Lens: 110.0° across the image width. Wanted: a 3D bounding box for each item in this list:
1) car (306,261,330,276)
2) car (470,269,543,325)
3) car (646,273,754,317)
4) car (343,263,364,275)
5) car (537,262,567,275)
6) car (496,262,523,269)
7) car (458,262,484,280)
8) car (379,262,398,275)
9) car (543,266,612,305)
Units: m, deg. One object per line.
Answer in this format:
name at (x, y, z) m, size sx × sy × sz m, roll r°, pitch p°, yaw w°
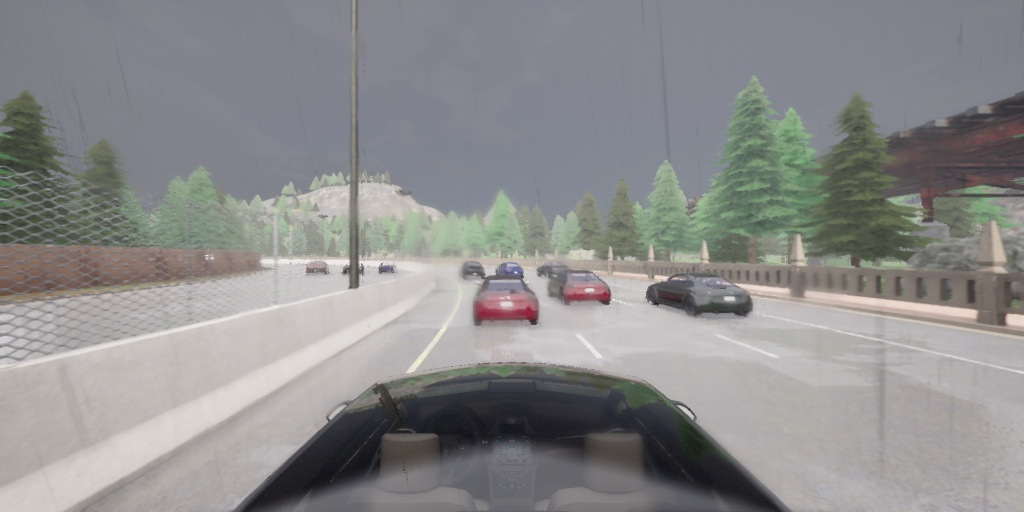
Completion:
car at (-20.689, 1.225, 38.311) m, size 1.882 × 1.535 × 5.008 m, roll 0°, pitch 0°, yaw -23°
car at (-0.277, 1.313, 11.903) m, size 1.994 × 1.385 × 4.181 m, roll 0°, pitch 0°, yaw -4°
car at (6.636, 1.314, 13.169) m, size 1.994 × 1.385 × 4.181 m, roll 0°, pitch 0°, yaw -5°
car at (-16.785, 1.348, 37.984) m, size 1.895 × 1.301 × 4.718 m, roll 0°, pitch 0°, yaw -21°
car at (3.608, 1.240, 31.817) m, size 2.128 × 1.511 × 4.902 m, roll 0°, pitch 0°, yaw -13°
car at (-0.281, 1.274, 32.818) m, size 1.812 × 1.442 × 4.674 m, roll 0°, pitch 0°, yaw -15°
car at (-3.637, 1.253, 31.885) m, size 1.837 × 1.490 × 4.892 m, roll 0°, pitch 0°, yaw -15°
car at (-13.759, 1.348, 39.845) m, size 1.895 × 1.301 × 4.718 m, roll 0°, pitch 0°, yaw -21°
car at (2.869, 1.313, 16.033) m, size 1.994 × 1.385 × 4.181 m, roll 0°, pitch 0°, yaw -6°
